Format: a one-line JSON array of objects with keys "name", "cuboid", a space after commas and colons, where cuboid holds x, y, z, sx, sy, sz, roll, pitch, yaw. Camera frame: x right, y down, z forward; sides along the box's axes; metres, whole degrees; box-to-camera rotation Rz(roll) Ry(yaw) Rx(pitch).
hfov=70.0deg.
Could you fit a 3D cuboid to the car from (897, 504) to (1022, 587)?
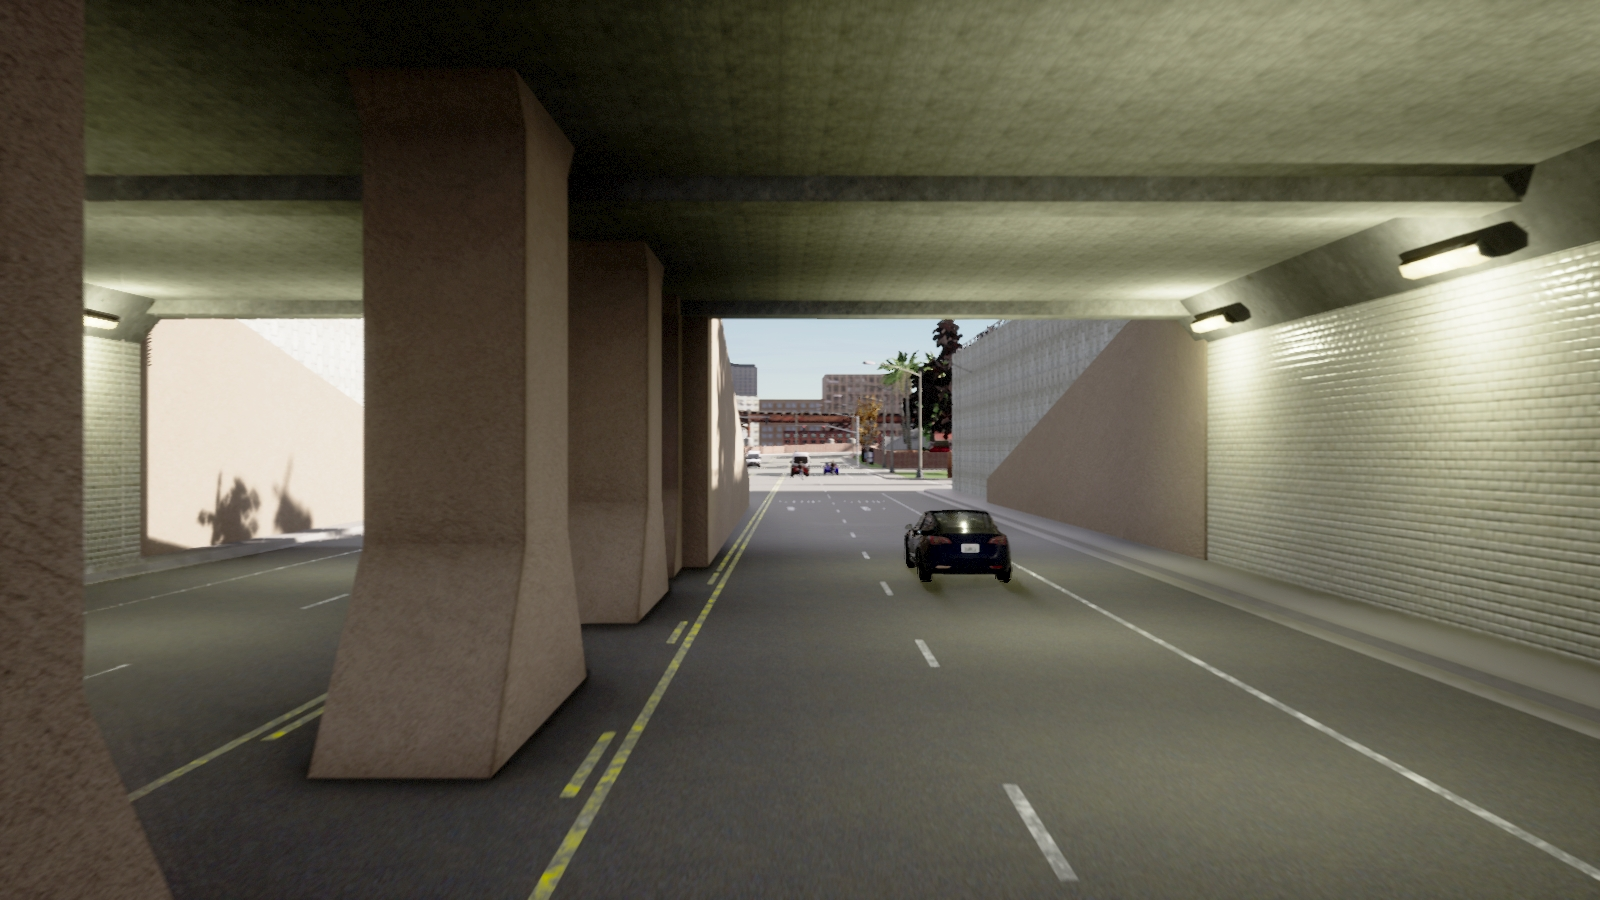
[{"name": "car", "cuboid": [3.464, 2.063, 25.750, 2.163, 1.488, 4.792, 0, 0, 0]}]
